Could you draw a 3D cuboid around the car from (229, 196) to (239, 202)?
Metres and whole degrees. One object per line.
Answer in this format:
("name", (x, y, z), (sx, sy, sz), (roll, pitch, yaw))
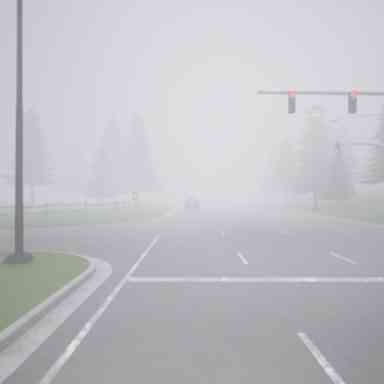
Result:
("car", (10.497, 1.741, 83.346), (1.994, 1.385, 4.181), (0, 0, 0))

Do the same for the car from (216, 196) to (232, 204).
("car", (6.997, 1.843, 72.925), (2.033, 1.411, 5.357), (0, 0, 0))

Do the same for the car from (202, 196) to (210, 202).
("car", (3.497, 1.784, 83.376), (1.895, 1.301, 4.718), (0, 0, 0))

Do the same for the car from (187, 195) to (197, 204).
("car", (-0.003, 1.661, 73.313), (2.097, 1.767, 4.553), (0, 0, 0))

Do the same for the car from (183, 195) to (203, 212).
("car", (-0.001, 1.533, 42.276), (2.097, 1.767, 4.553), (0, 0, 0))

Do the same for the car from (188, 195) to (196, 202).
("car", (-0.003, 1.543, 83.317), (2.097, 1.767, 4.553), (0, 0, 0))

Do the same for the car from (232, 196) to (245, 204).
("car", (10.497, 1.830, 73.342), (1.812, 1.442, 4.674), (0, 0, 0))

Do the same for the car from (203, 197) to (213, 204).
("car", (3.497, 1.858, 73.342), (1.994, 1.385, 4.181), (0, 0, 0))
